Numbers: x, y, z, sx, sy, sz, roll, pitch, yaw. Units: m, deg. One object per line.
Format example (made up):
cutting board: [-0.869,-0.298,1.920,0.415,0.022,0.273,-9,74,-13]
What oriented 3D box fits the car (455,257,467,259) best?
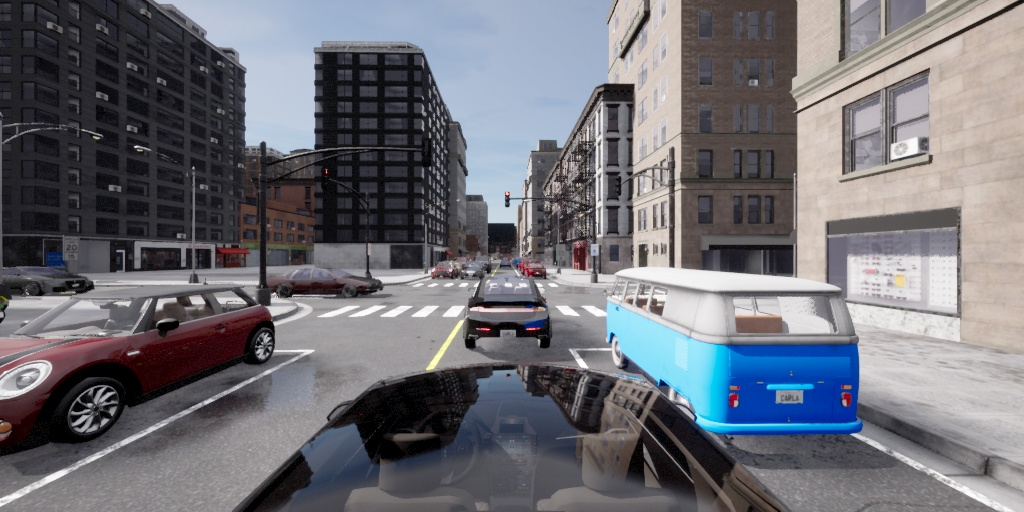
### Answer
car: [-6.146,1.065,42.774,2.192,1.841,5.009,0,0,-1]

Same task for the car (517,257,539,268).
car: [1.979,1.065,37.516,2.192,1.841,5.009,0,0,-1]

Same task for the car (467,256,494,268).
car: [-3.581,0.971,41.768,2.150,2.045,5.566,0,0,0]

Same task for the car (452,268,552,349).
car: [-0.125,1.242,9.167,2.128,1.511,4.902,0,0,-1]

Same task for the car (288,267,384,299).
car: [-9.102,1.258,17.259,5.357,1.411,2.033,0,0,-1]

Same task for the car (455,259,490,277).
car: [-3.392,1.242,31.606,2.128,1.511,4.902,0,0,-1]

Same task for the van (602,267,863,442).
van: [2.585,1.091,5.233,1.690,1.789,3.998,0,0,-1]

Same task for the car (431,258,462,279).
car: [-5.943,1.190,31.957,1.967,1.591,4.097,0,0,-1]

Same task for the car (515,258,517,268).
car: [1.776,1.294,48.334,1.888,1.381,4.507,0,0,-1]

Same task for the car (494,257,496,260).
car: [-3.776,1.296,52.170,2.033,1.411,5.357,0,0,-1]

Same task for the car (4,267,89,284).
car: [-22.688,1.199,16.997,4.181,1.385,1.994,0,0,0]

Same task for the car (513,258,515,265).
car: [1.573,1.312,59.151,1.948,1.339,4.313,0,0,-1]

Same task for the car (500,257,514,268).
car: [-1.124,1.309,62.268,1.994,1.385,4.181,0,0,-1]

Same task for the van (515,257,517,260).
van: [1.674,1.089,53.743,1.690,1.789,3.998,0,0,-1]

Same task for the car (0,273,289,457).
car: [-5.439,1.190,5.082,1.967,1.591,4.097,0,0,-1]

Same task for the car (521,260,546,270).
car: [2.081,1.295,32.108,1.888,1.381,4.507,0,0,-1]
